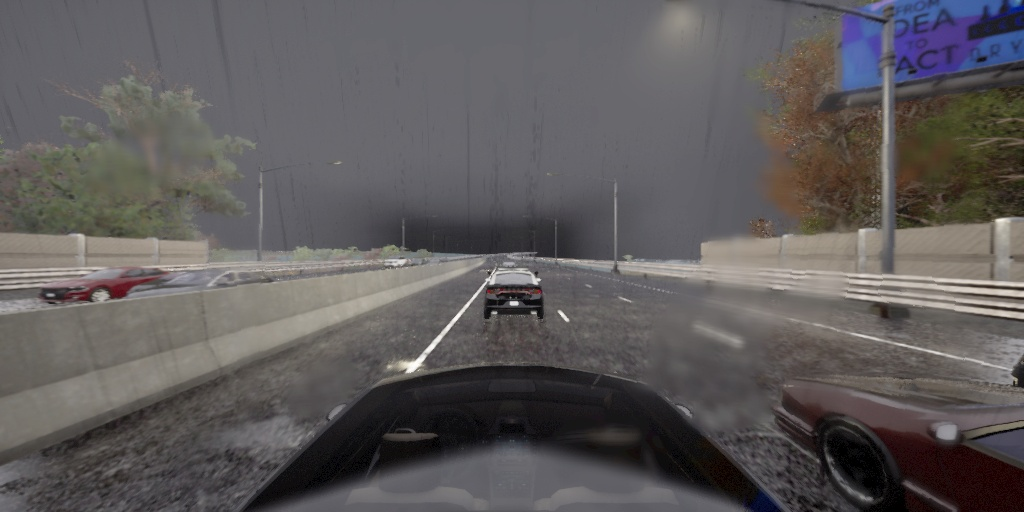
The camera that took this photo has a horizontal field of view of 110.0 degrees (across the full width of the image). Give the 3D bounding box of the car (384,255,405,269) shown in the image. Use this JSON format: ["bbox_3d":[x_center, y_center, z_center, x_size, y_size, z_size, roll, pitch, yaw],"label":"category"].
[{"bbox_3d":[-18.453,0.940,56.987,2.150,2.045,5.566,0,0,-1],"label":"car"}]

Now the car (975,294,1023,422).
[{"bbox_3d":[7.092,1.254,2.329,1.837,1.490,4.892,0,0,0],"label":"car"}]

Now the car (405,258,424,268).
[{"bbox_3d":[-14.973,1.071,57.299,2.097,1.767,4.553,0,0,-1],"label":"car"}]

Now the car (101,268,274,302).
[{"bbox_3d":[-10.649,1.241,12.717,2.128,1.511,4.902,0,0,0],"label":"car"}]

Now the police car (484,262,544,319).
[{"bbox_3d":[0.047,1.173,13.015,1.930,1.638,5.238,0,0,0],"label":"police car"}]

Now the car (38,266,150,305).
[{"bbox_3d":[-17.678,1.227,16.214,1.882,1.535,5.008,0,0,-1],"label":"car"}]

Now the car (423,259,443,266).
[{"bbox_3d":[-11.365,1.228,53.313,1.837,1.490,4.892,0,0,-1],"label":"car"}]

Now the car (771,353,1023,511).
[{"bbox_3d":[3.598,1.297,1.195,2.033,1.411,5.357,0,0,0],"label":"car"}]
